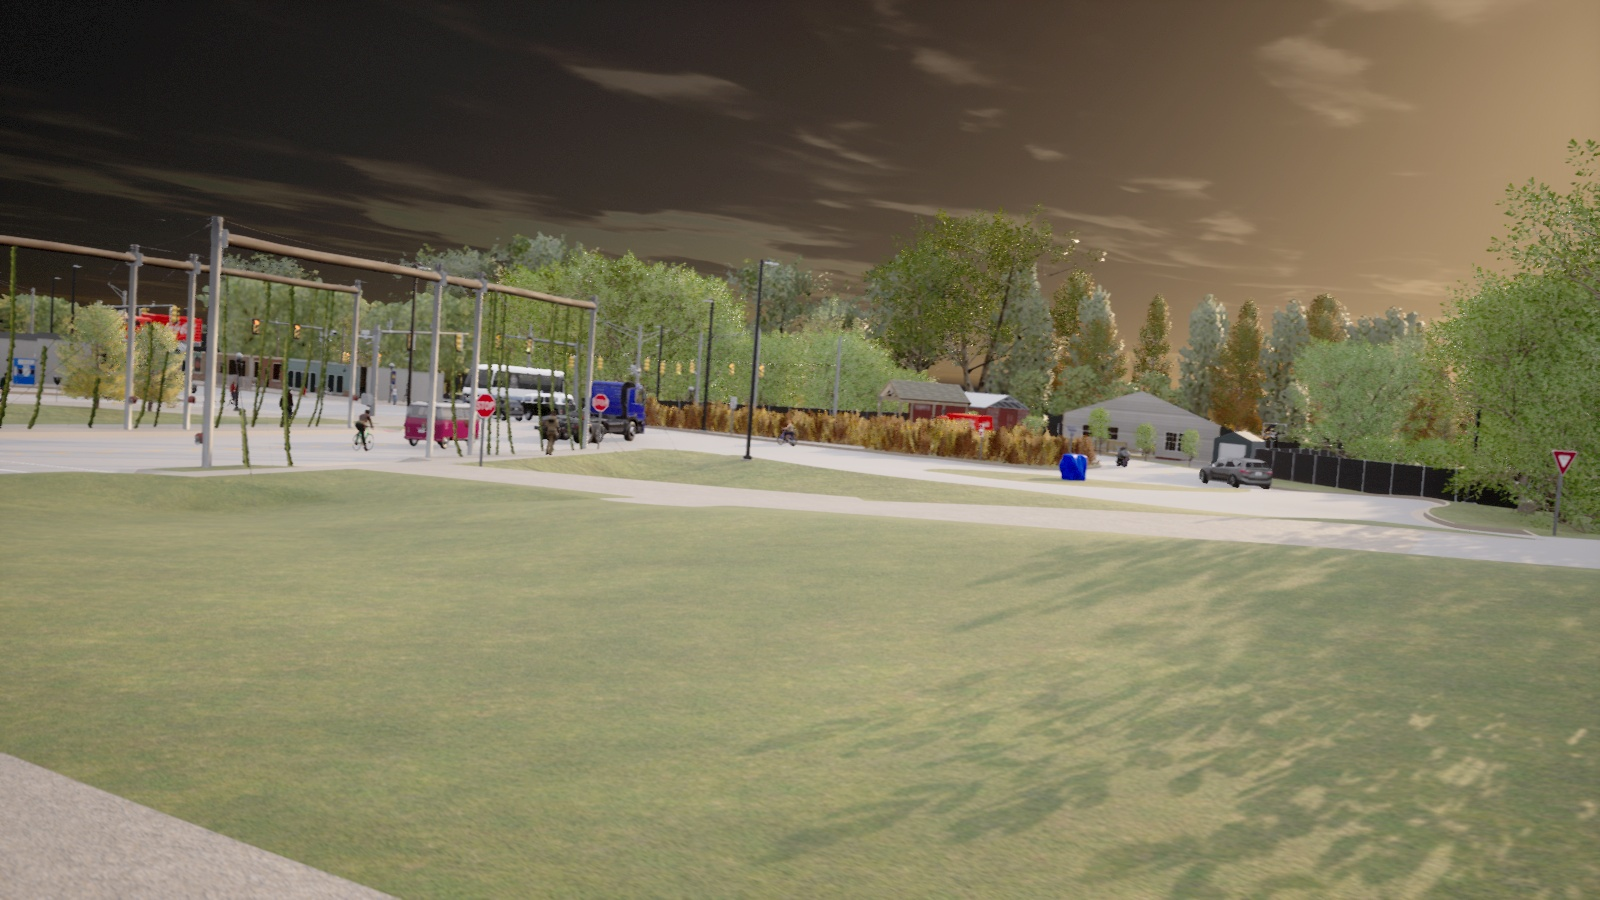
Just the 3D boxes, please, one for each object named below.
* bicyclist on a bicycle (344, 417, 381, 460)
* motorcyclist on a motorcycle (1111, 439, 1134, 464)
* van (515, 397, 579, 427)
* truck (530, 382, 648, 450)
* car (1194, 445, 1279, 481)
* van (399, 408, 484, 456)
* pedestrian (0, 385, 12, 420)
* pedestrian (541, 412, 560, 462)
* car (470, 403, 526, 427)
[{"bbox_3d":[-17.146,-0.454,49.266,0.582,1.620,1.656,4,2,9],"label":"bicyclist on a bicycle"},{"bbox_3d":[21.393,0.070,83.345,0.866,1.530,2.191,3,3,-2],"label":"motorcyclist on a motorcycle"},{"bbox_3d":[-18.240,-2.734,90.463,4.480,2.038,2.069,3,3,37],"label":"van"},{"bbox_3d":[-11.807,-2.033,71.126,2.891,3.462,7.936,5,4,20],"label":"truck"},{"bbox_3d":[24.371,0.712,70.356,2.242,1.667,4.611,2,3,-14],"label":"car"},{"bbox_3d":[-15.933,-0.830,56.028,1.775,1.987,4.442,4,2,11],"label":"van"},{"bbox_3d":[-42.361,-2.548,66.840,0.353,1.847,0.614,6,4,35],"label":"pedestrian"},{"bbox_3d":[-9.975,-0.518,50.195,0.396,1.930,0.692,4,4,12],"label":"pedestrian"},{"bbox_3d":[-21.169,-2.465,88.056,3.705,1.549,1.789,4,3,36],"label":"car"}]
